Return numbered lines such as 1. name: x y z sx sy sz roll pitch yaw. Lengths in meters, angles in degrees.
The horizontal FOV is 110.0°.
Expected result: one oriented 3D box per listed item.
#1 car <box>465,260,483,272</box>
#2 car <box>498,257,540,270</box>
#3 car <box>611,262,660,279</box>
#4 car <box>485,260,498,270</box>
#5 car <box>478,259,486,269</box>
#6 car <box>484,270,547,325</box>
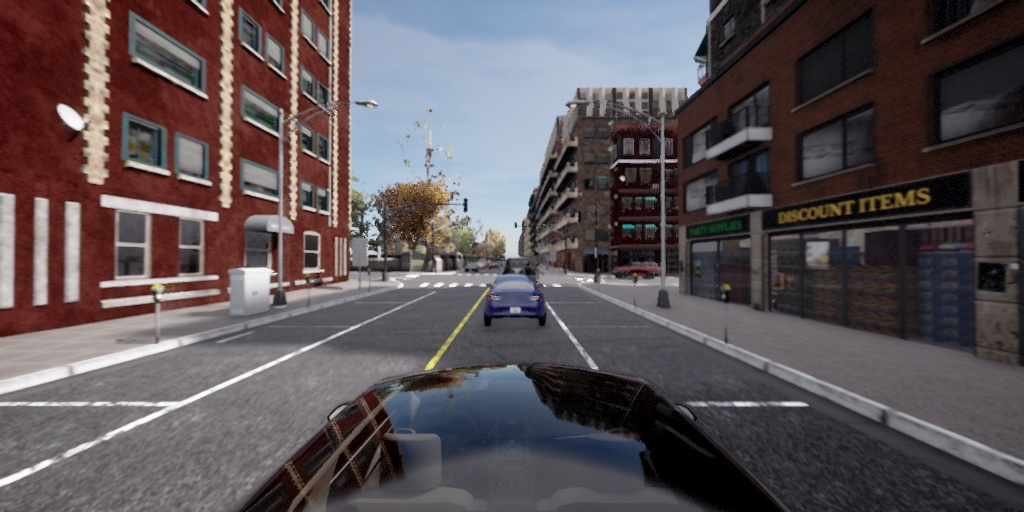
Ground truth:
1. car: -5.693 1.615 51.378 1.948 1.339 4.313 0 0 0
2. car: 0.772 1.112 26.120 2.150 2.045 5.566 0 0 9
3. car: 13.447 1.567 39.037 5.009 1.841 2.192 0 0 -1
4. car: -3.042 1.721 61.878 1.895 1.301 4.718 0 0 1
5. car: -5.694 1.651 62.469 1.751 1.417 4.829 0 0 0
6. car: 0.093 1.333 11.928 1.812 1.442 4.674 0 -1 0
